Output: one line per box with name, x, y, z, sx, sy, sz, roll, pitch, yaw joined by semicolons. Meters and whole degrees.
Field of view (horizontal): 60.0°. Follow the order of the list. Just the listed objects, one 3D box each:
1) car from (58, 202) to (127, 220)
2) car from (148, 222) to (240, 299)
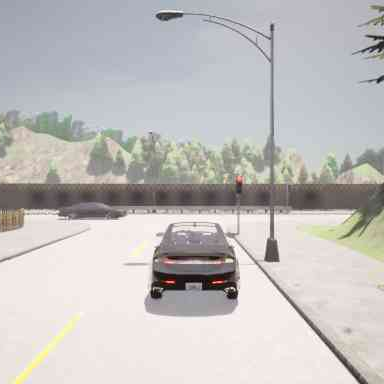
car;-8.077;1.547;27.203;5.357;1.411;2.033;0;0;0
car;0.067;1.491;8.427;2.128;1.511;4.902;0;0;1
